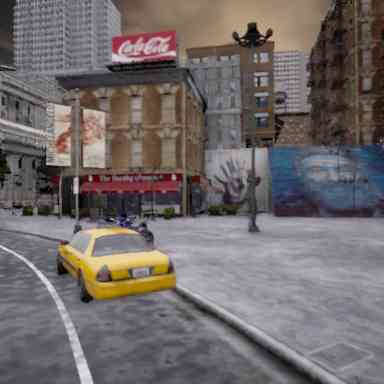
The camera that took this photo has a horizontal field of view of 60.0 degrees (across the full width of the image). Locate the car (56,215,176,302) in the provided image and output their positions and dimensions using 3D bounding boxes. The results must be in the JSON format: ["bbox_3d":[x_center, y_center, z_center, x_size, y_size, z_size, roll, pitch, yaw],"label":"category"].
[{"bbox_3d":[-2.297,1.576,8.696,1.801,1.575,5.366,0,-1,-31],"label":"car"}]
